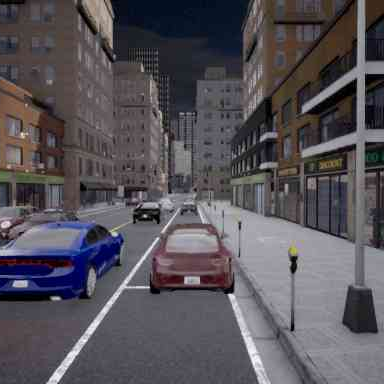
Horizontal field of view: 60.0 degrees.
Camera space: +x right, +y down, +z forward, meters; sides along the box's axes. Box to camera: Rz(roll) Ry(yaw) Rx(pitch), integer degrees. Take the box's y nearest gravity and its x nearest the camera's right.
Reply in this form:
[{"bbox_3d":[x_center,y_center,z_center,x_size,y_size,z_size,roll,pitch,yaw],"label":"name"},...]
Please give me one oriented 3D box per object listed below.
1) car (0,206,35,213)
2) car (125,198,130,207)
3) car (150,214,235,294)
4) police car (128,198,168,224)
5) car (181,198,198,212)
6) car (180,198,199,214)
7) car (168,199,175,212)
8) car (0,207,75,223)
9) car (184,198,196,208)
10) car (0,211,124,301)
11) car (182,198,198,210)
[{"bbox_3d":[-8.823,1.435,16.181,1.967,1.590,4.097,-1,0,0],"label":"car"},{"bbox_3d":[-8.821,1.516,49.695,1.887,1.381,4.507,-1,0,0],"label":"car"},{"bbox_3d":[0.003,1.523,8.652,1.812,1.442,4.674,0,0,0],"label":"car"},{"bbox_3d":[-3.145,1.416,24.927,1.930,1.638,5.238,0,0,0],"label":"police car"},{"bbox_3d":[-0.279,1.507,38.694,1.752,1.417,4.829,-1,0,0],"label":"car"},{"bbox_3d":[-0.280,1.537,32.939,2.008,1.369,4.403,-1,0,0],"label":"car"},{"bbox_3d":[-3.048,1.508,38.075,1.812,1.442,4.674,0,0,0],"label":"car"},{"bbox_3d":[-6.245,1.560,14.681,1.994,1.385,4.181,0,0,0],"label":"car"},{"bbox_3d":[-0.276,1.554,49.696,1.802,1.307,4.206,-1,0,0],"label":"car"},{"bbox_3d":[-3.046,1.475,8.403,1.882,1.535,5.008,0,0,0],"label":"car"},{"bbox_3d":[-0.277,1.543,44.111,1.947,1.339,4.313,-1,0,0],"label":"car"}]
